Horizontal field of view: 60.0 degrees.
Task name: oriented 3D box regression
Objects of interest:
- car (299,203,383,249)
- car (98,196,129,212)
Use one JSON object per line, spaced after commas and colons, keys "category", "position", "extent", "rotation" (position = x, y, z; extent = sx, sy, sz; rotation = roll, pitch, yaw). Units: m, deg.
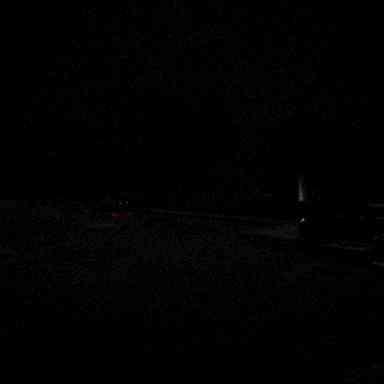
{"category": "car", "position": [7.047, 1.270, 14.678], "extent": [2.097, 1.767, 4.553], "rotation": [-2, 1, -36]}
{"category": "car", "position": [-8.806, 1.239, 36.925], "extent": [2.097, 1.767, 4.553], "rotation": [-2, 1, -35]}
